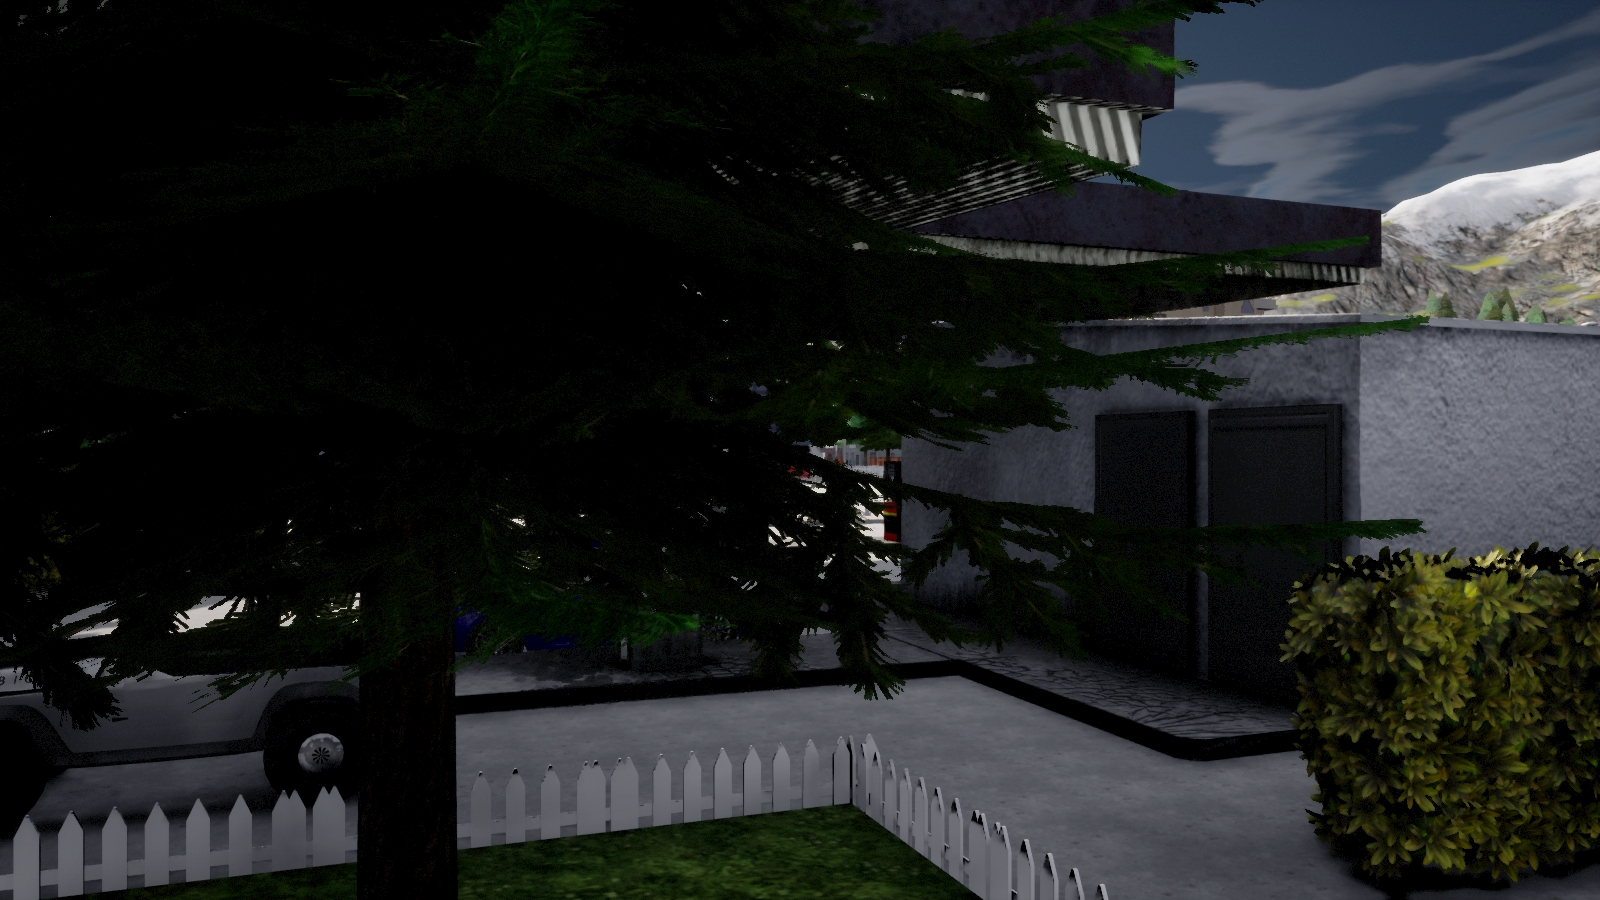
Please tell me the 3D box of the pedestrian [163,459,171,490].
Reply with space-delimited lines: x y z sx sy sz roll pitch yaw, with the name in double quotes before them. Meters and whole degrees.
"pedestrian" -38.612 1.502 69.723 0.375 1.860 0.375 0 0 -21
